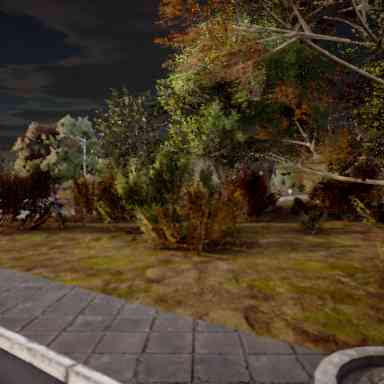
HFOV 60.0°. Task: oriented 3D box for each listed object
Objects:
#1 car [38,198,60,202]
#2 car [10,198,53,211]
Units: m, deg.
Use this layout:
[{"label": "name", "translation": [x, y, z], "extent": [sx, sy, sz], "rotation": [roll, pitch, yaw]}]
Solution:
[{"label": "car", "translation": [-17.174, 1.346, 41.126], "extent": [2.097, 1.767, 4.553], "rotation": [0, 0, 32]}, {"label": "car", "translation": [-20.433, 1.516, 42.519], "extent": [1.812, 1.442, 4.674], "rotation": [0, 0, 32]}]
